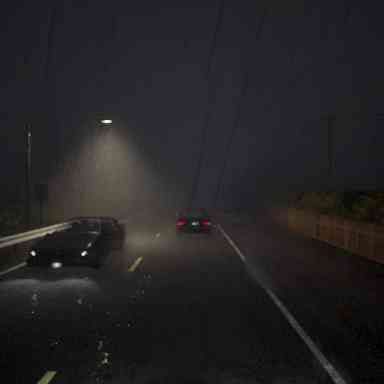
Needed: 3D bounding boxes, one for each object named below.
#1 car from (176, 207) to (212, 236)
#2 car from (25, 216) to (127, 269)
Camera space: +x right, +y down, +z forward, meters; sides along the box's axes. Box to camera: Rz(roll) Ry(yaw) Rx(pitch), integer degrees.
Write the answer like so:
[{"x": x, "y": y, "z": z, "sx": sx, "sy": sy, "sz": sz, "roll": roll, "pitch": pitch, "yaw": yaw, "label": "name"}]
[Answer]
[{"x": 0.110, "y": 1.546, "z": 18.214, "sx": 2.033, "sy": 1.411, "sz": 5.357, "roll": 0, "pitch": 0, "yaw": 0, "label": "car"}, {"x": -3.553, "y": 1.546, "z": 11.438, "sx": 2.033, "sy": 1.411, "sz": 5.357, "roll": 0, "pitch": 0, "yaw": 1, "label": "car"}]
